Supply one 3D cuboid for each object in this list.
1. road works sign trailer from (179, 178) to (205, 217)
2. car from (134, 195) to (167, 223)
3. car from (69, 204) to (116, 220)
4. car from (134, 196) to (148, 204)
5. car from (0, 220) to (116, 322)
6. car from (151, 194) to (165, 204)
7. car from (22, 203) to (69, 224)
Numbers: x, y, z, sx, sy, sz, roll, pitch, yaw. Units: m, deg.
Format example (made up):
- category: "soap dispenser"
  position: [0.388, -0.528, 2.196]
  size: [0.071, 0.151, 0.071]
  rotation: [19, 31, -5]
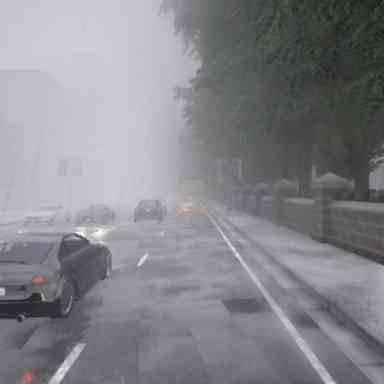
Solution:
- category: "road works sign trailer"
  position: [0.002, 0.462, 30.823]
  size: [2.380, 3.560, 2.880]
  rotation: [0, 0, 0]
- category: "car"
  position: [-3.147, 1.350, 25.850]
  size: [2.097, 1.767, 4.553]
  rotation: [0, 0, 0]
- category: "car"
  position: [-6.590, 1.562, 23.035]
  size: [1.994, 1.385, 4.181]
  rotation: [0, 0, 0]
- category: "car"
  position: [-9.751, 1.519, 63.893]
  size: [1.812, 1.442, 4.674]
  rotation: [0, 0, 0]
- category: "car"
  position: [-3.149, 1.564, 7.336]
  size: [1.994, 1.385, 4.181]
  rotation: [0, 0, 0]
- category: "car"
  position: [-6.506, 1.348, 64.023]
  size: [2.097, 1.767, 4.553]
  rotation: [0, 0, 0]
- category: "car"
  position: [-9.840, 1.524, 22.939]
  size: [1.812, 1.442, 4.674]
  rotation: [0, 0, 0]
